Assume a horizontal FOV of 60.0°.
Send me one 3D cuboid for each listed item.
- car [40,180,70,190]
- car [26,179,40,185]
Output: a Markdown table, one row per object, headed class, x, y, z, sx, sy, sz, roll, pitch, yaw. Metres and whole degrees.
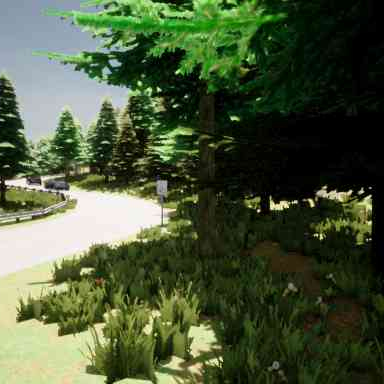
| class | x | y | z | sx | sy | sz | roll | pitch | yaw |
| --- | --- | --- | --- | --- | --- | --- | --- | --- | --- |
| car | -18.773 | -0.986 | 46.136 | 4.181 | 1.385 | 1.994 | 6 | 4 | 40 |
| car | -25.392 | -1.912 | 53.410 | 1.837 | 1.490 | 4.892 | 0 | 5 | -33 |
